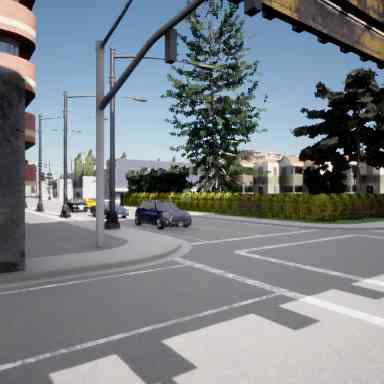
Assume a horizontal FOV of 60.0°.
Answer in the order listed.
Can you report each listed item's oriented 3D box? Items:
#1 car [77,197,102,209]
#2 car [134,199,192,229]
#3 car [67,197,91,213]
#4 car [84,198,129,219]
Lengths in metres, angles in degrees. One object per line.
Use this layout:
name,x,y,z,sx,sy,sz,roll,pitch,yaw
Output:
car,-14.061,1.478,45.323,1.882,1.535,5.008,0,0,-34
car,-1.959,1.352,21.679,2.097,1.767,4.553,0,0,-35
car,-13.292,1.492,37.809,2.128,1.511,4.902,0,0,-35
car,-7.434,1.547,29.457,2.033,1.411,5.357,0,0,-35
